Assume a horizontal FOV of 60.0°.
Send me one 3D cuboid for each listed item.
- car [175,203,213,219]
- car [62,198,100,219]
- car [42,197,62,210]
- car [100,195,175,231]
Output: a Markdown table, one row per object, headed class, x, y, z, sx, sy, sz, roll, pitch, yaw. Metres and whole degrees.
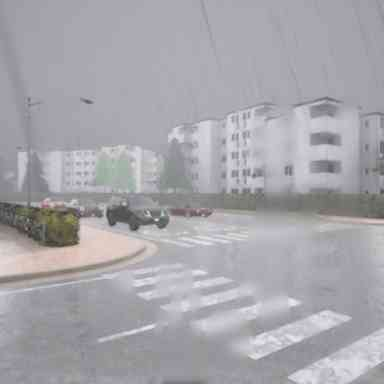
| class | x | y | z | sx | sy | sz | roll | pitch | yaw |
| --- | --- | --- | --- | --- | --- | --- | --- | --- | --- |
| car | -0.370 | 1.597 | 28.966 | 1.895 | 1.301 | 4.718 | 0 | 0 | -36 |
| car | -9.463 | 1.350 | 29.215 | 2.097 | 1.767 | 4.553 | 0 | 0 | -36 |
| car | -15.363 | 1.350 | 37.374 | 2.097 | 1.767 | 4.553 | 0 | 0 | -36 |
| car | -3.613 | 1.219 | 21.092 | 2.150 | 2.045 | 5.566 | 0 | 0 | -36 |
